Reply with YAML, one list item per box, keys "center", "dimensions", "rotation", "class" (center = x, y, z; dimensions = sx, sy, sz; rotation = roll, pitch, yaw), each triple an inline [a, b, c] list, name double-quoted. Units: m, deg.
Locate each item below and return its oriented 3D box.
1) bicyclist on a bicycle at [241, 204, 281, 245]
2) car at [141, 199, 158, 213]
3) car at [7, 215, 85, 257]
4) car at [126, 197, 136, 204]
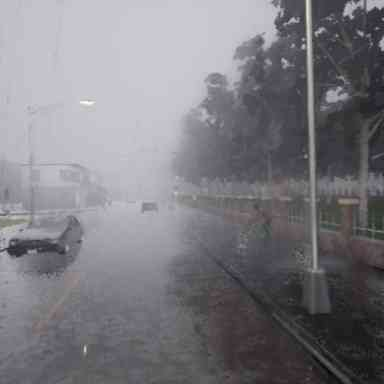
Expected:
- center: [2.719, 1.295, 13.165]
  dimensions: [1.656, 1.620, 0.582]
  rotation: [-2, 0, -8]
  class: "bicyclist on a bicycle"
- center: [-5.176, 1.638, 40.786]
  dimensions: [1.882, 1.535, 5.008]
  rotation: [-1, 0, -8]
  class: "car"
- center: [-5.868, 1.701, 14.175]
  dimensions: [2.033, 1.411, 5.357]
  rotation: [-1, 0, -7]
  class: "car"
- center: [-14.166, 1.985, 77.372]
  dimensions: [2.097, 1.767, 4.553]
  rotation: [-1, 0, -8]
  class: "car"
